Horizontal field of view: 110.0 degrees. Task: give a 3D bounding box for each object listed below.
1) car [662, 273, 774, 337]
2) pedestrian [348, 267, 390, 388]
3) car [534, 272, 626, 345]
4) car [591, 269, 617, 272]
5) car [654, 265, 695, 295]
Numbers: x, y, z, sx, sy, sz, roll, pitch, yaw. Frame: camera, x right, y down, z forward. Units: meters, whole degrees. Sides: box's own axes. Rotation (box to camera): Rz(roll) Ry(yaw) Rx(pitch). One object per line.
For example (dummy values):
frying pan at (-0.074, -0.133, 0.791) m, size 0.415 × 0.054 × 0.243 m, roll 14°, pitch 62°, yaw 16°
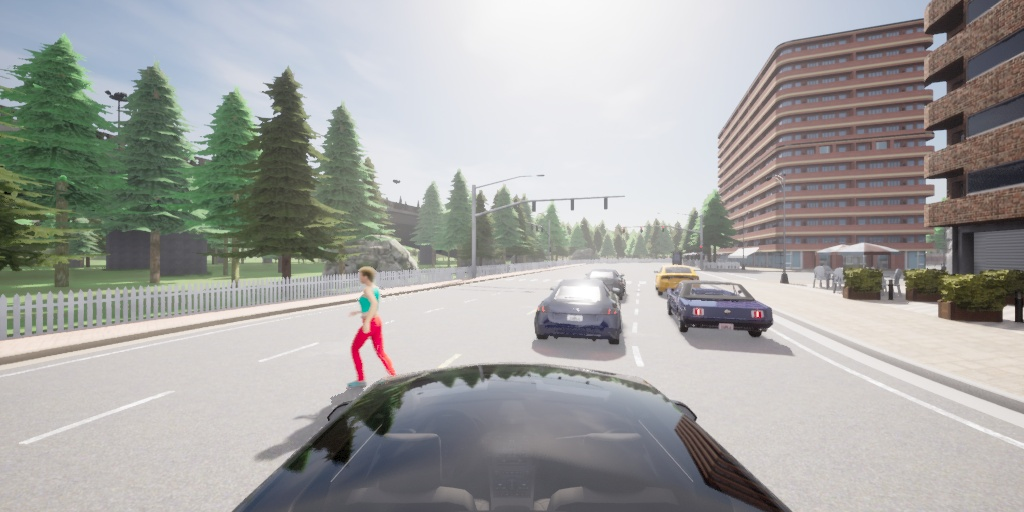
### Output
car at (5.665, 1.351, 10.423) m, size 1.895 × 1.301 × 4.718 m, roll 0°, pitch 0°, yaw 18°
pedestrian at (-2.121, 1.044, 5.343) m, size 0.375 × 1.860 × 0.375 m, roll 0°, pitch 0°, yaw 9°
car at (1.918, 1.314, 9.698) m, size 1.994 × 1.385 × 4.181 m, roll 0°, pitch 0°, yaw 16°
car at (4.533, 1.314, 17.680) m, size 1.994 × 1.385 × 4.181 m, roll 0°, pitch 0°, yaw 19°
car at (8.768, 1.228, 19.235) m, size 1.882 × 1.535 × 5.008 m, roll 0°, pitch 0°, yaw 19°
